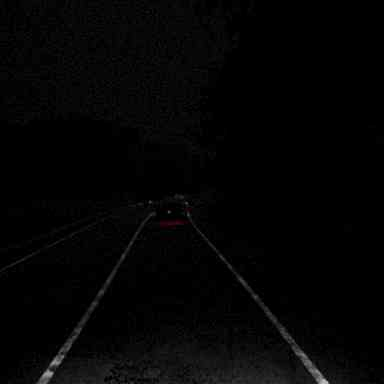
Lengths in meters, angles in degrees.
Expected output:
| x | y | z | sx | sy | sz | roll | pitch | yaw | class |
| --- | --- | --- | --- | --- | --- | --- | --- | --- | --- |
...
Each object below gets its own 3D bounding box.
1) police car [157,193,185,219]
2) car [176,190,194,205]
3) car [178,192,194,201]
| x | y | z | sx | sy | sz | roll | pitch | yaw | class |
| --- | --- | --- | --- | --- | --- | --- | --- | --- | --- |
| -1.733 | 1.199 | 26.320 | 1.930 | 1.638 | 5.238 | 0 | 1 | -2 | police car |
| -1.086 | 0.742 | 47.331 | 2.150 | 2.045 | 5.566 | 1 | 1 | 7 | car |
| -1.113 | 0.793 | 64.035 | 1.837 | 1.490 | 4.892 | 1 | 1 | 15 | car |
